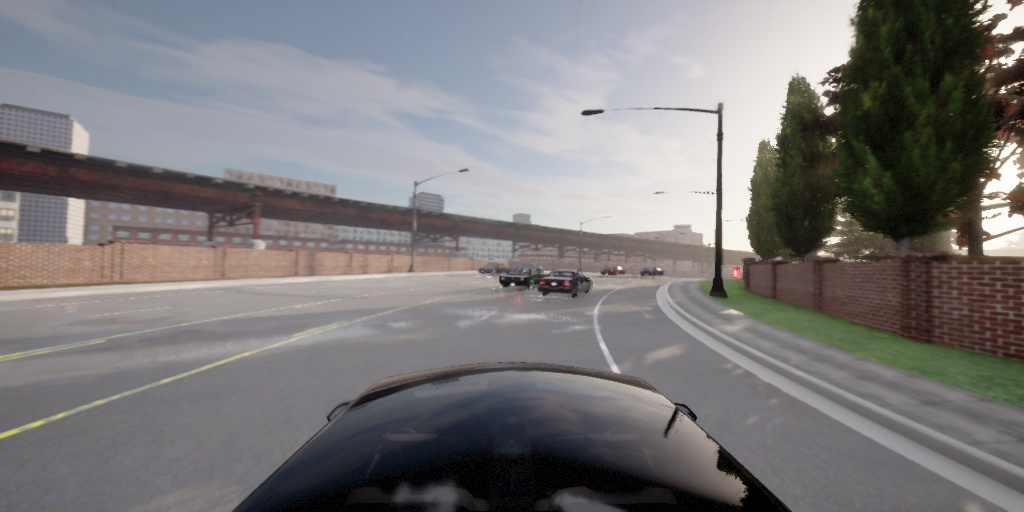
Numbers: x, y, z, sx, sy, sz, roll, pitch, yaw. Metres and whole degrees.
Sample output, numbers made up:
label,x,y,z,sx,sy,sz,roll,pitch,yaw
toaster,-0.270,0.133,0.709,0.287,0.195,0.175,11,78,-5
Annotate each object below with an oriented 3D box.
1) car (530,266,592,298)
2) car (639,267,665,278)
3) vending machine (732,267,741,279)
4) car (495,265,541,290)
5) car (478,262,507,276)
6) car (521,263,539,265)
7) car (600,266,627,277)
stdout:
label,x,y,z,sx,sy,sz,roll,pitch,yaw
car,3.033,1.425,19.631,2.033,1.411,5.357,1,0,23
car,18.290,2.095,46.548,1.895,1.301,4.718,0,-2,40
vending machine,33.825,2.588,54.052,0.880,2.100,1.100,0,0,-41
car,0.900,1.456,23.786,1.895,1.301,4.718,1,0,22
car,-1.996,1.439,41.048,1.837,1.490,4.892,1,-1,30
car,1.902,1.516,40.740,1.837,1.490,4.892,1,-1,31
car,12.867,1.914,45.180,1.895,1.301,4.718,1,-2,37
